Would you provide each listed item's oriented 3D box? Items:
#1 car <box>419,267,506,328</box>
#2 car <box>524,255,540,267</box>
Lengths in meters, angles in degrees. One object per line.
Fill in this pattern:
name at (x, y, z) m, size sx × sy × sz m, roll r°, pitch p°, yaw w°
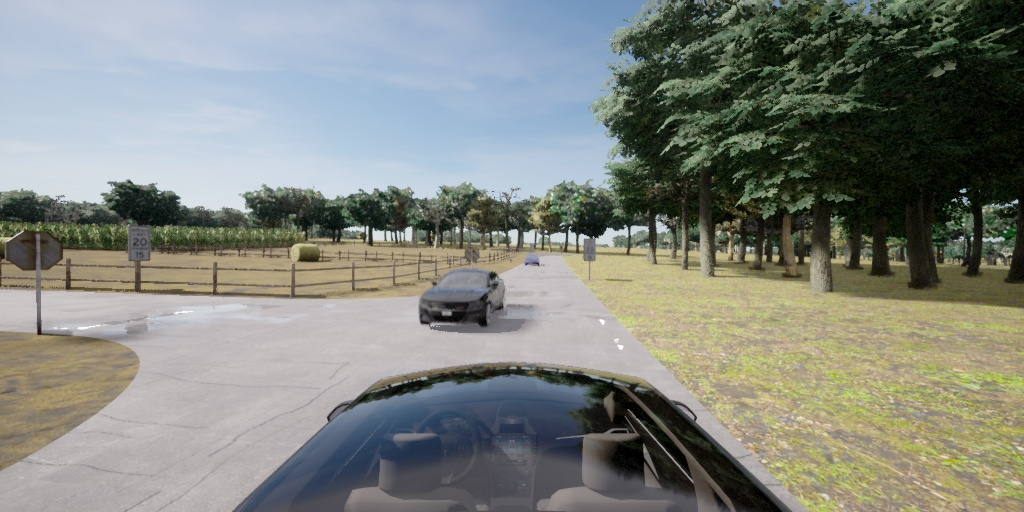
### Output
car at (-1.355, 1.146, 11.425) m, size 1.882 × 1.535 × 5.008 m, roll 1°, pitch 0°, yaw 6°
car at (2.625, 0.590, 46.797) m, size 1.812 × 1.442 × 4.674 m, roll 0°, pitch 1°, yaw 6°
